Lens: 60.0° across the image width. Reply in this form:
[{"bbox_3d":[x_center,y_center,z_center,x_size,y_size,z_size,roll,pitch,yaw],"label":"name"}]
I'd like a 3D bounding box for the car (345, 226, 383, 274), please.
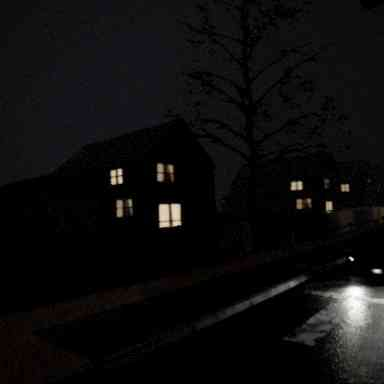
[{"bbox_3d":[6.936,1.892,11.415,2.033,1.411,5.357,-5,-4,41],"label":"car"}]
